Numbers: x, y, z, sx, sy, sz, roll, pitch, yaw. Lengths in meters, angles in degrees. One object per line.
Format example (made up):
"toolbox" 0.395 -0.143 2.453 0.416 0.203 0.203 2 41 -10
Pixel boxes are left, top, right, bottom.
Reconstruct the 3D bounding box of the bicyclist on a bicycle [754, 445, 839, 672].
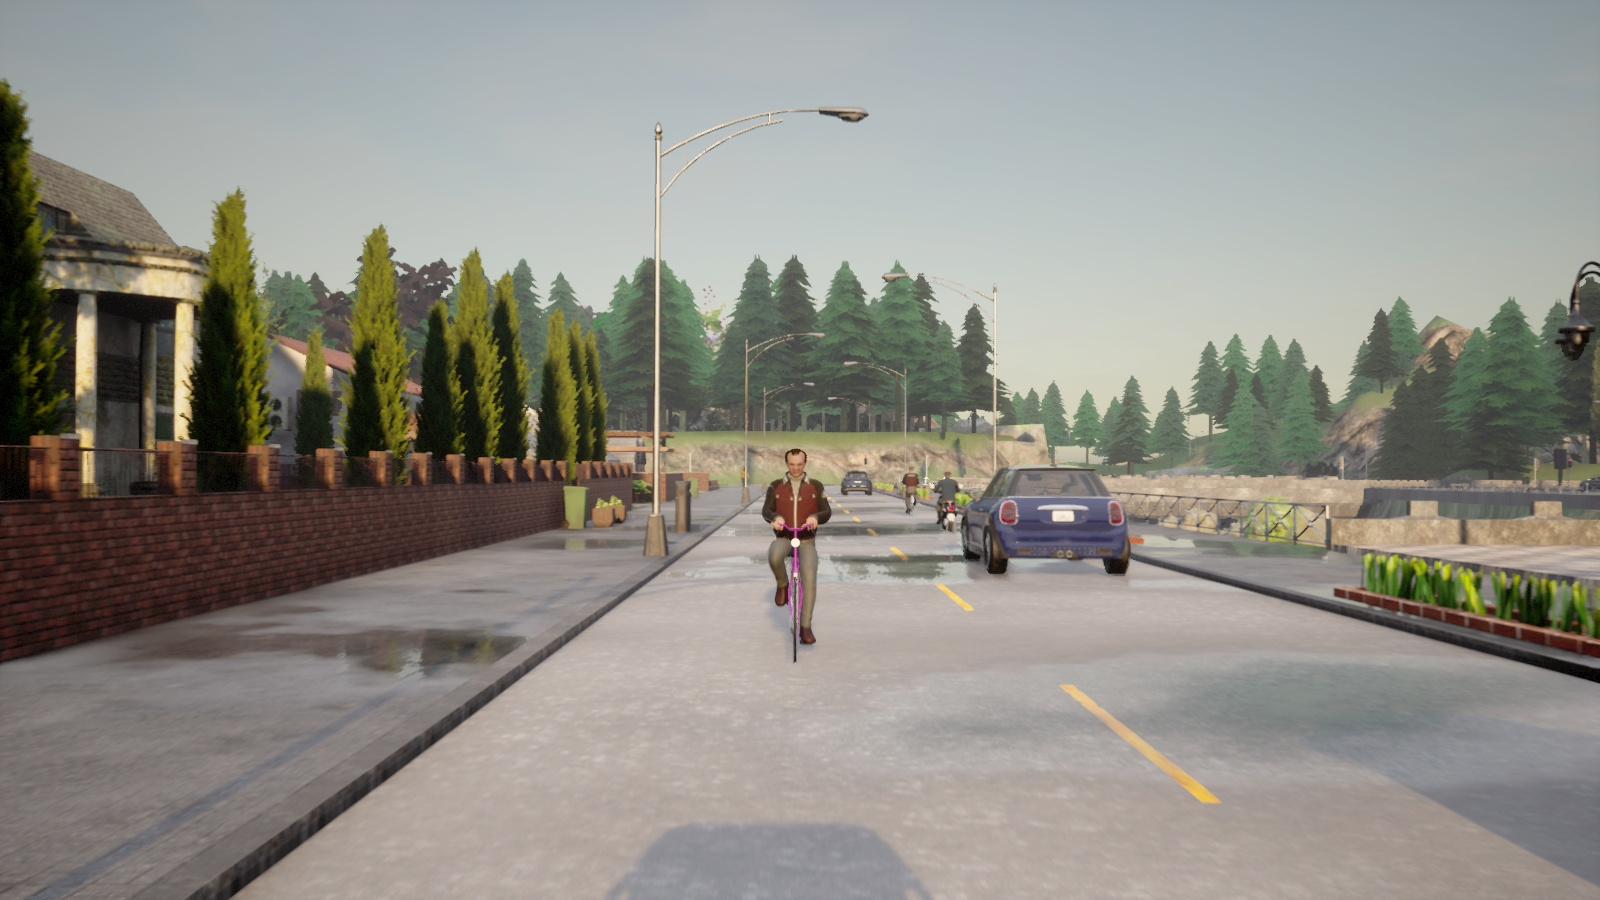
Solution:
"bicyclist on a bicycle" -0.029 0.865 10.759 0.659 1.776 1.843 0 -1 0

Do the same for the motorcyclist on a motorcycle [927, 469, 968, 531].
"motorcyclist on a motorcycle" 3.893 1.309 33.252 0.866 1.590 1.817 0 -1 0

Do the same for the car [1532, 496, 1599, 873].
"car" 3.990 0.873 2.926 1.812 1.442 4.674 0 -1 0

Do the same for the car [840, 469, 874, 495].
"car" 3.748 2.127 83.508 2.033 1.649 4.856 0 -1 0

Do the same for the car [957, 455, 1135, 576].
"car" 3.909 1.005 20.776 2.097 1.767 4.553 0 -1 1
